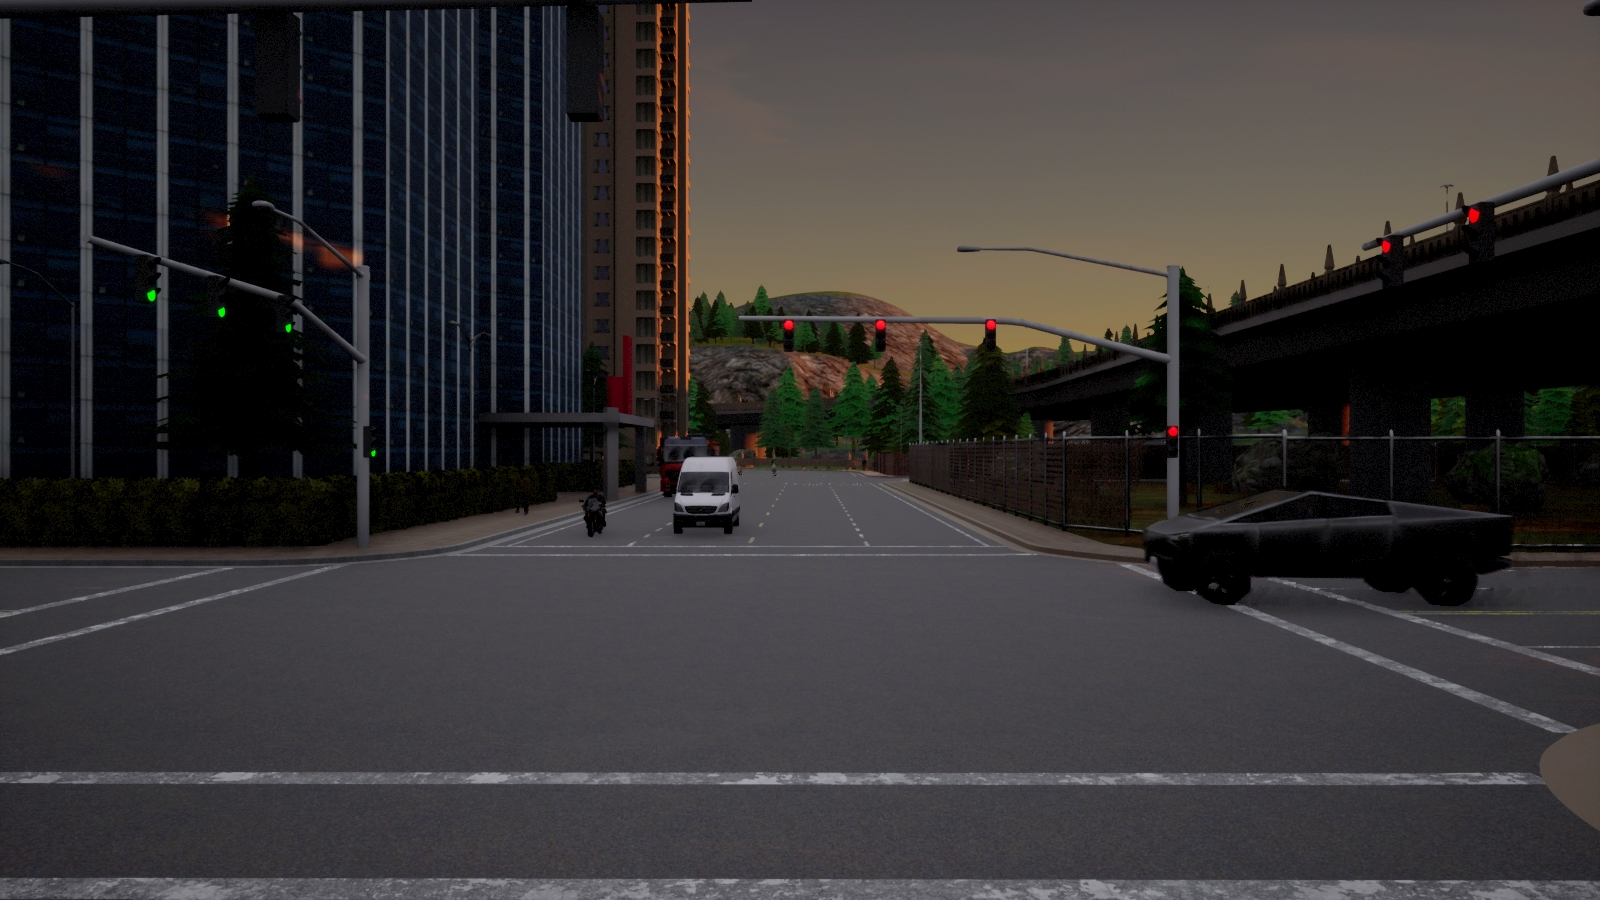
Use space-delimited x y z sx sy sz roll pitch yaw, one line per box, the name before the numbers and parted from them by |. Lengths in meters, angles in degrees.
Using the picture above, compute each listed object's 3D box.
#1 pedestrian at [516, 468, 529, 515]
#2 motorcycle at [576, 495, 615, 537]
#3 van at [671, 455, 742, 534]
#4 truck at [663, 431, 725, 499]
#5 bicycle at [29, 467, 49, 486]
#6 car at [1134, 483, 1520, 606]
pedestrian | -11.099 1.642 45.715 0.375 1.860 0.375 0 0 15
motorcycle | -6.735 2.150 37.693 0.867 1.251 2.209 0 0 0
van | -3.226 1.479 40.346 1.988 2.561 5.915 0 0 0
truck | -6.277 0.835 68.965 2.891 3.827 8.468 0 0 0
bicycle | -59.117 2.060 88.761 0.329 1.471 1.835 0 0 1
car | 9.863 1.742 21.824 6.274 2.098 2.390 0 0 0
